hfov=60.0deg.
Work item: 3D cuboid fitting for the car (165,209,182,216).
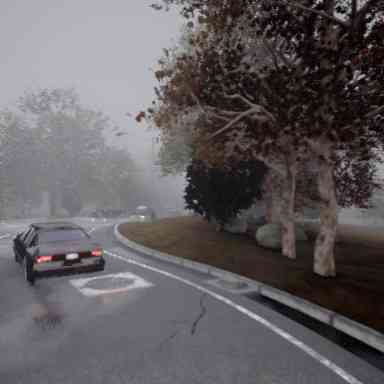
[{"bbox_3d":[-3.308,3.792,60.199,1.994,1.385,4.181,-1,-5,15],"label":"car"}]

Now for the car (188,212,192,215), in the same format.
[{"bbox_3d":[0.709,3.850,61.178,2.128,1.511,4.902,-1,-5,15],"label":"car"}]

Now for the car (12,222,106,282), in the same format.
[{"bbox_3d":[-4.245,1.620,10.138,2.033,1.411,5.357,0,0,-33],"label":"car"}]

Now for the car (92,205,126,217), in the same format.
[{"bbox_3d":[-9.302,2.161,37.683,1.895,1.301,4.718,-1,-3,15],"label":"car"}]

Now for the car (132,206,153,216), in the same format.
[{"bbox_3d":[-6.802,2.652,47.116,1.812,1.442,4.674,-1,-4,15],"label":"car"}]
